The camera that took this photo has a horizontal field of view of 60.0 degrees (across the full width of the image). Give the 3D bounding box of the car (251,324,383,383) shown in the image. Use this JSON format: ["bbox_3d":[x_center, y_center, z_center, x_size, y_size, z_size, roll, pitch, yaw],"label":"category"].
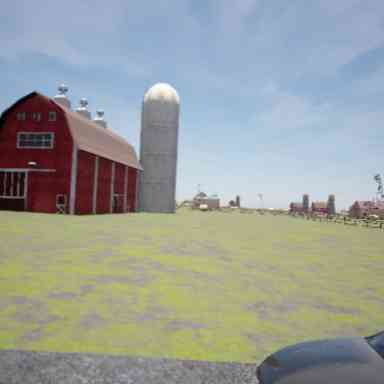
[{"bbox_3d":[2.956,1.826,2.801,4.892,1.490,1.837,3,-3,1],"label":"car"}]
